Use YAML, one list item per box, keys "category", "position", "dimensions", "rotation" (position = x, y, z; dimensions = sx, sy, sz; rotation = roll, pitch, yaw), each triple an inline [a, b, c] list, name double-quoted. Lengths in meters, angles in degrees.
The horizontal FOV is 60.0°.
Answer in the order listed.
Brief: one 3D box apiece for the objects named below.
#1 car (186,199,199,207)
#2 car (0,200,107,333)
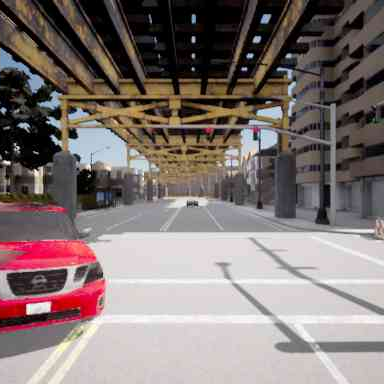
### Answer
- category: "car"
  position: [0.060, 1.682, 52.359]
  dimensions: [1.895, 1.301, 4.718]
  rotation: [0, 0, 0]
- category: "car"
  position: [-3.516, 1.232, 6.900]
  dimensions: [2.150, 2.045, 5.566]
  rotation: [3, -1, -31]
